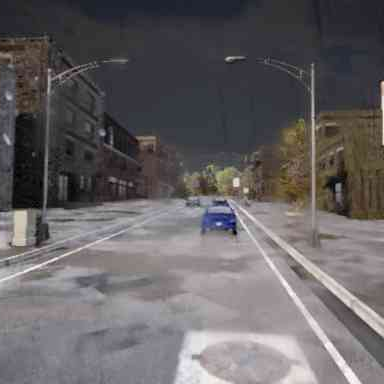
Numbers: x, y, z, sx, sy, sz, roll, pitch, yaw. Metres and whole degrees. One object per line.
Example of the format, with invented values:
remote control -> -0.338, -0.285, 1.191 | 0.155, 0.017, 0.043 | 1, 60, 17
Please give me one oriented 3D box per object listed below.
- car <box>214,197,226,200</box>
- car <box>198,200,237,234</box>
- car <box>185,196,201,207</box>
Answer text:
car -> 3.382, 1.370, 40.588 | 1.882, 1.535, 5.008 | 1, 0, 5
car -> 1.604, 1.479, 19.487 | 1.882, 1.535, 5.008 | 1, 0, 5
car -> 0.183, 1.346, 46.427 | 1.812, 1.442, 4.674 | 1, 0, 5
